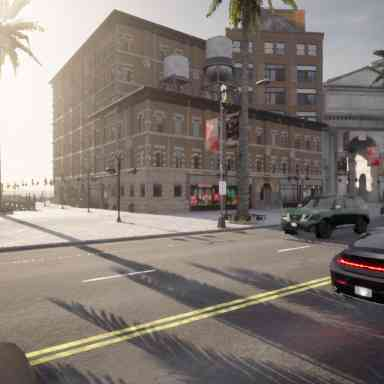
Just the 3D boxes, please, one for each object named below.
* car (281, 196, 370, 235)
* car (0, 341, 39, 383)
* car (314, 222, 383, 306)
[{"bbox_3d":[7.142,1.226,17.534,5.566,2.045,2.150,0,0,-35],"label":"car"},{"bbox_3d":[-3.422,1.547,1.294,5.357,1.411,2.033,0,0,-36],"label":"car"},{"bbox_3d":[4.984,1.505,7.265,4.892,1.490,1.837,0,0,-36],"label":"car"}]
